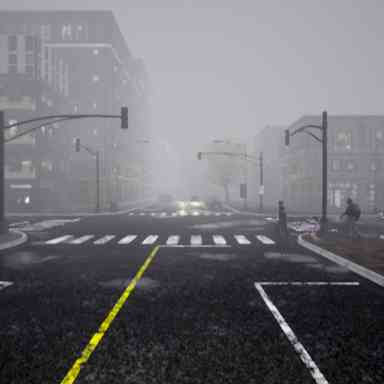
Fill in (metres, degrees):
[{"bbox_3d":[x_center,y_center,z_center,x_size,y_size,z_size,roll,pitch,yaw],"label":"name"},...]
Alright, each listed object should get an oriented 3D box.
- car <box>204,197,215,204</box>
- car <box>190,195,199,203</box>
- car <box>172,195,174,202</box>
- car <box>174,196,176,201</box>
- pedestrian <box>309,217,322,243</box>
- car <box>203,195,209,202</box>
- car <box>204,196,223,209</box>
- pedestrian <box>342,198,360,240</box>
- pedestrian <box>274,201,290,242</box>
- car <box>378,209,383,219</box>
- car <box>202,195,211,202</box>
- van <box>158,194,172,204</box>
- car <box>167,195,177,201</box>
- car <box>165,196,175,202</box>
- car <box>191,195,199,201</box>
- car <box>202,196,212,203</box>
[{"bbox_3d":[3.190,1.548,60.731,1.802,1.307,4.206,0,0,0],"label":"car"},{"bbox_3d":[0.582,1.441,70.434,1.882,1.535,5.008,0,0,0],"label":"car"},{"bbox_3d":[-5.143,1.551,66.498,1.802,1.307,4.206,0,0,0],"label":"car"},{"bbox_3d":[-5.096,1.289,72.194,2.192,1.841,5.009,0,0,0],"label":"car"},{"bbox_3d":[5.030,1.501,13.477,0.500,1.100,0.500,0,0,0],"label":"pedestrian"},{"bbox_3d":[3.097,1.404,49.337,1.967,1.590,4.097,0,0,0],"label":"car"},{"bbox_3d":[3.049,1.514,43.640,2.008,1.369,4.403,0,0,0],"label":"car"},{"bbox_3d":[6.729,1.120,14.062,0.375,1.860,0.375,0,0,0],"label":"pedestrian"},{"bbox_3d":[3.988,1.272,14.685,0.375,1.860,0.375,0,0,0],"label":"pedestrian"},{"bbox_3d":[17.112,1.547,25.835,4.892,1.490,1.837,0,0,0],"label":"car"},{"bbox_3d":[3.331,1.419,77.820,1.967,1.590,4.097,0,0,0],"label":"car"},{"bbox_3d":[-5.190,1.308,60.801,1.690,1.788,3.998,0,0,0],"label":"van"},{"bbox_3d":[-5.002,1.537,83.587,2.008,1.369,4.403,0,0,0],"label":"car"},{"bbox_3d":[-5.049,1.545,77.891,1.947,1.339,4.313,0,0,0],"label":"car"},{"bbox_3d":[0.668,1.419,80.851,1.812,1.442,4.674,0,0,0],"label":"car"},{"bbox_3d":[3.285,1.524,72.123,2.008,1.369,4.403,0,0,0],"label":"car"}]
